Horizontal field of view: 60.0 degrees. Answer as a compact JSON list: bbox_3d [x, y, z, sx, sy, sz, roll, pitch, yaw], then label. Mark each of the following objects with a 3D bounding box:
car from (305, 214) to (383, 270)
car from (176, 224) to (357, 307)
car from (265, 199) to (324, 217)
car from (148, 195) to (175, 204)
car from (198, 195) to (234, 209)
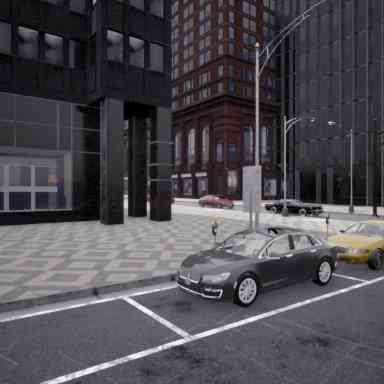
[{"bbox_3d":[6.029,1.526,10.983,4.829,1.417,1.752,0,0,-36],"label":"car"},{"bbox_3d":[1.688,1.551,7.869,4.403,1.369,2.008,0,0,-36],"label":"car"},{"bbox_3d":[8.412,1.294,27.571,1.895,1.301,4.718,0,1,-36],"label":"car"},{"bbox_3d":[-4.125,0.783,44.871,1.882,1.535,5.008,0,1,-36],"label":"car"},{"bbox_3d":[2.520,1.033,35.691,1.812,1.442,4.674,0,1,-36],"label":"car"}]
